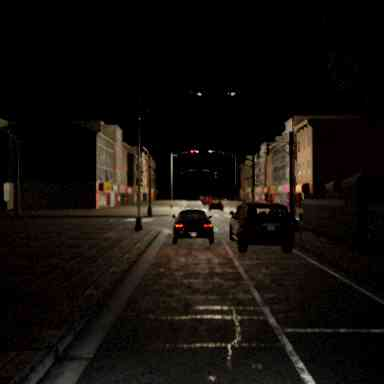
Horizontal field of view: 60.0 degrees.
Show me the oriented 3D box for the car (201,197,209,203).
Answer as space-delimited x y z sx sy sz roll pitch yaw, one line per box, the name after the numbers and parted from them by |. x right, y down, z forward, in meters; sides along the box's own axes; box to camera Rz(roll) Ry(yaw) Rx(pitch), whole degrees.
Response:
2.998 1.787 78.233 1.802 1.307 4.206 0 0 0 | car

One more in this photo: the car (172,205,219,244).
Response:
0.017 1.543 15.905 1.812 1.442 4.674 0 0 -2 | car

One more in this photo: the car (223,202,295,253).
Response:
2.707 1.329 13.742 2.192 1.841 5.009 1 0 0 | car

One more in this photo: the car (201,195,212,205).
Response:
2.899 1.663 56.484 1.887 1.381 4.507 0 0 0 | car

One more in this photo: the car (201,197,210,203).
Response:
2.973 1.763 72.795 1.802 1.307 4.206 0 0 0 | car

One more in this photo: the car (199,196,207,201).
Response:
3.072 1.849 94.545 1.947 1.339 4.313 0 0 0 | car

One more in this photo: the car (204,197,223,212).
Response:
2.825 1.612 40.172 1.887 1.381 4.507 1 0 0 | car

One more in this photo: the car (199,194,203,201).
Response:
2.926 1.452 61.922 2.192 1.841 5.009 0 0 0 | car

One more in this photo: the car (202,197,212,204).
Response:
2.948 1.741 67.358 1.802 1.307 4.206 0 0 0 | car
